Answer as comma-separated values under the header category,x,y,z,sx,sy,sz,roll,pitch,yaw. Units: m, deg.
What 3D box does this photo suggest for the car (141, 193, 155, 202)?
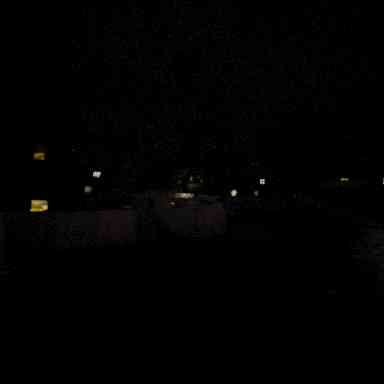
category,x,y,z,sx,sy,sz,roll,pitch,yaw
car,-8.010,0.974,60.636,1.812,1.442,4.674,2,0,-21
